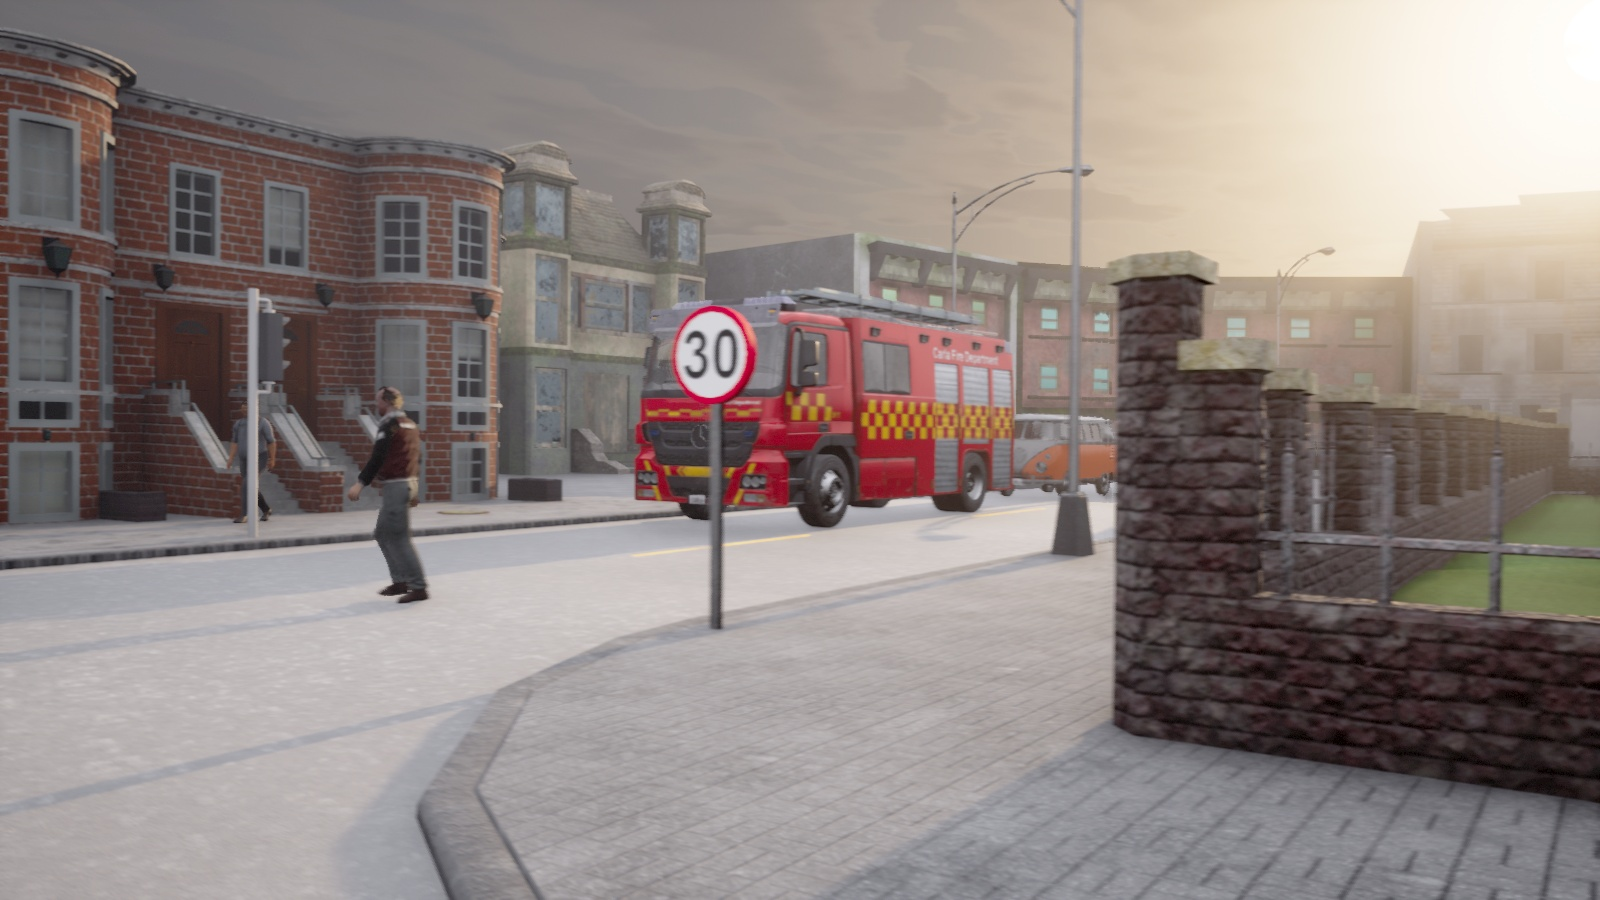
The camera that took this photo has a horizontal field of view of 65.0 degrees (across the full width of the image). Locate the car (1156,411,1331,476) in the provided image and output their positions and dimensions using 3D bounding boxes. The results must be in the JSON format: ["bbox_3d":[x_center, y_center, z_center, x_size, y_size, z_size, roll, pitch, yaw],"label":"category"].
[{"bbox_3d":[14.593,-0.243,41.251,5.566,2.045,2.150,-1,1,-26],"label":"car"}]

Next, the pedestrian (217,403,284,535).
[{"bbox_3d":[-7.863,0.267,17.981,0.540,1.848,0.694,0,1,14],"label":"pedestrian"}]

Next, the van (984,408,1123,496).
[{"bbox_3d":[6.257,0.010,30.598,1.775,1.987,4.442,0,1,34],"label":"van"}]

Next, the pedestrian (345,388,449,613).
[{"bbox_3d":[-3.373,0.415,10.529,0.720,1.854,0.376,0,1,7],"label":"pedestrian"}]

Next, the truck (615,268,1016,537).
[{"bbox_3d":[0.708,-0.743,22.223,2.891,3.827,8.468,0,1,34],"label":"truck"}]
